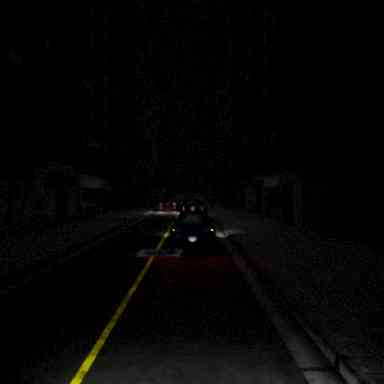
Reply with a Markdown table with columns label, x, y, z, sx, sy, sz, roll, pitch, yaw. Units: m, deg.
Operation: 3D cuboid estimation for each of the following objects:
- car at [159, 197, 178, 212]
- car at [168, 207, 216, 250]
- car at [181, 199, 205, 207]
| label | x | y | z | sx | sy | sz | roll | pitch | yaw |
| --- | --- | --- | --- | --- | --- | --- | --- | --- | --- |
| car | -2.846 | 1.450 | 40.928 | 2.097 | 1.767 | 4.553 | 0 | 0 | 0 |
| car | 0.077 | 1.561 | 14.381 | 1.812 | 1.442 | 4.674 | 0 | -1 | 1 |
| car | 0.081 | 1.424 | 29.869 | 2.097 | 1.767 | 4.553 | 0 | 0 | 0 |
